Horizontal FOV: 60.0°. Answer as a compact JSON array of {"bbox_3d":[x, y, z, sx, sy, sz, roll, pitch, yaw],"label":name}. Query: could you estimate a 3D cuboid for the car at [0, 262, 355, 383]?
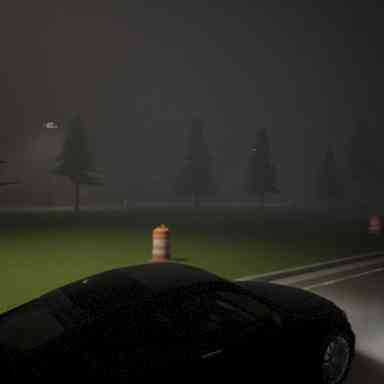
[{"bbox_3d":[-0.117,1.544,3.662,4.674,1.442,1.812,1,0,-35],"label":"car"}]
